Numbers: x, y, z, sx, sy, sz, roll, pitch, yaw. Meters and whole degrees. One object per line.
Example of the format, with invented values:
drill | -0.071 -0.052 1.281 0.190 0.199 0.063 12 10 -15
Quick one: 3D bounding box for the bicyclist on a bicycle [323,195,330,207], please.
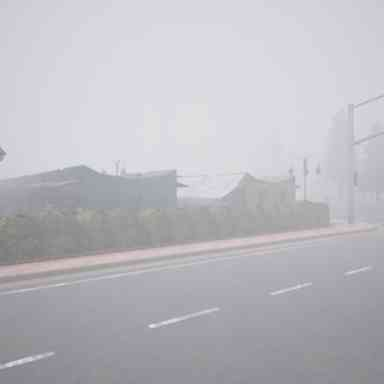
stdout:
bicyclist on a bicycle | 17.953 1.259 44.314 1.656 1.620 0.582 0 0 -37
